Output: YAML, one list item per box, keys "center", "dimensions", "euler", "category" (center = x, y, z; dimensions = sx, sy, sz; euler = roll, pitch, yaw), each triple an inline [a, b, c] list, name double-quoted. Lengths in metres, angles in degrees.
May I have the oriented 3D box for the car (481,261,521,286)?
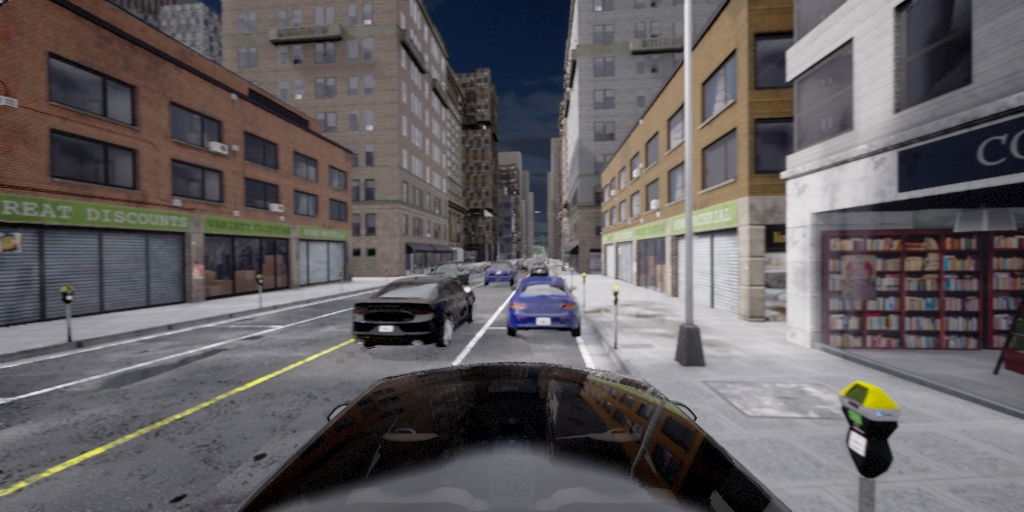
- center: [-0.706, 1.192, 26.644]
  dimensions: [2.097, 1.767, 4.553]
  euler: [-1, 0, 5]
  category: "car"

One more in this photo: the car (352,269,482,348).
- center: [-2.231, 1.273, 9.448]
  dimensions: [1.882, 1.535, 5.008]
  euler: [-1, 0, 5]
  category: "car"

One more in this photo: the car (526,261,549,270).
- center: [2.687, 1.405, 34.644]
  dimensions: [1.948, 1.339, 4.313]
  euler: [0, 0, 5]
  category: "car"

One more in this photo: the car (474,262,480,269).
- center: [-5.318, 1.502, 40.882]
  dimensions: [1.948, 1.339, 4.313]
  euler: [0, 0, 5]
  category: "car"

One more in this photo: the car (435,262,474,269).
- center: [-4.175, 1.214, 23.732]
  dimensions: [2.097, 1.767, 4.553]
  euler: [-1, 0, 5]
  category: "car"

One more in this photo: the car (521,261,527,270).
- center: [1.285, 1.437, 50.317]
  dimensions: [1.812, 1.442, 4.674]
  euler: [-1, 0, 5]
  category: "car"

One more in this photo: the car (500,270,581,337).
- center: [0.903, 1.295, 10.276]
  dimensions: [1.812, 1.442, 4.674]
  euler: [-1, 0, 5]
  category: "car"
